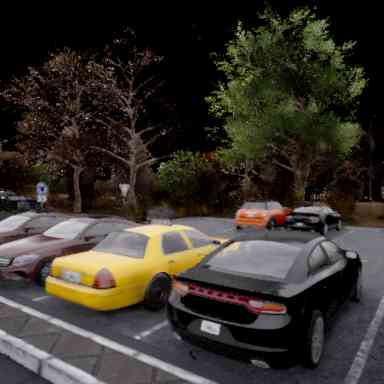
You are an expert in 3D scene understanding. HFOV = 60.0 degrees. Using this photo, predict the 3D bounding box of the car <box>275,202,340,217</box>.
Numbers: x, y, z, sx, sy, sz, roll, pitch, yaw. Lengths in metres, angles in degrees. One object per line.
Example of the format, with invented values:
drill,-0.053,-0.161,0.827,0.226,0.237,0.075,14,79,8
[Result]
car,6.557,1.396,17.837,2.097,1.535,5.008,1,0,36

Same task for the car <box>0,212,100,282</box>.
car,-2.936,1.410,9.175,2.002,1.452,4.674,1,0,36

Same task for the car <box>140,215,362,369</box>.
car,1.653,1.424,5.874,2.097,1.535,5.008,1,0,36

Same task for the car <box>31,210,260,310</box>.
car,-0.533,1.394,7.676,1.946,1.575,5.366,1,0,36

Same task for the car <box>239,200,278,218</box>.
car,4.350,1.245,19.388,2.185,1.767,4.553,1,0,36

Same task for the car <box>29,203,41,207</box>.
car,-7.513,1.346,12.491,2.163,1.488,4.792,1,0,36

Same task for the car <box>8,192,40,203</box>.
car,-18.938,1.121,36.401,2.185,1.767,4.553,1,0,35

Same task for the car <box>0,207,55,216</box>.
car,-5.231,1.383,10.822,2.002,1.452,4.674,1,0,36
